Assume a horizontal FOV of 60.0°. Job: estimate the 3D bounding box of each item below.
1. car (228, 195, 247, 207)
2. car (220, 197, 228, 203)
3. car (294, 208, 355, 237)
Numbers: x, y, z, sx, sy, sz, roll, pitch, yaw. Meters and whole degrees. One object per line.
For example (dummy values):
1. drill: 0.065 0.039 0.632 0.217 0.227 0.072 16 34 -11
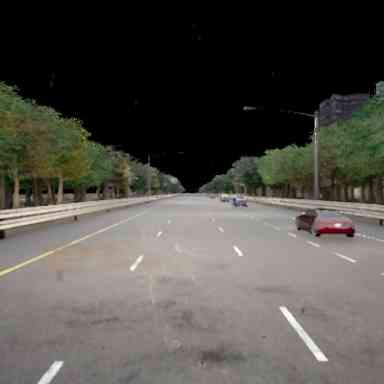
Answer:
1. car: 7.010 1.544 49.823 1.812 1.442 4.674 0 0 0
2. car: 7.056 1.631 71.762 1.895 1.301 4.718 0 0 0
3. car: 7.003 1.567 17.954 1.994 1.385 4.181 0 0 0
